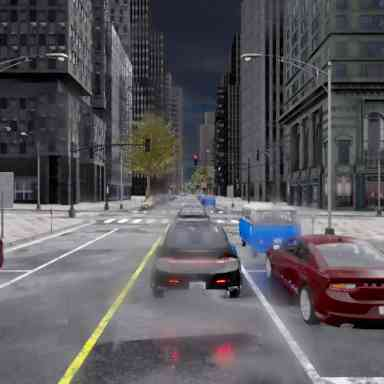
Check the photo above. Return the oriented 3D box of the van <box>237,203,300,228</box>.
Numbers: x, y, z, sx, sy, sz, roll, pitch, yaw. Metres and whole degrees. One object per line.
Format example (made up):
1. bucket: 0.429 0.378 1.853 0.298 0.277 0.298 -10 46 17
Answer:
1. van: 2.755 1.343 12.476 1.690 1.788 3.998 0 0 0

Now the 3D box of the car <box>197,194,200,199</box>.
1. car: 2.622 1.599 72.113 2.008 1.369 4.403 0 0 0

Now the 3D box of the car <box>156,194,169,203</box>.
1. car: -5.880 1.350 60.914 2.192 1.841 5.009 0 0 0

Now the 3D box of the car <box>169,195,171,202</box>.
1. car: -5.891 1.592 66.203 2.008 1.369 4.403 0 0 0

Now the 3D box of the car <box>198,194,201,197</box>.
1. car: 2.633 1.624 66.700 1.802 1.307 4.206 0 0 0

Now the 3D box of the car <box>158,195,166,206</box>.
1. car: -5.870 1.574 55.625 1.887 1.381 4.507 0 0 0

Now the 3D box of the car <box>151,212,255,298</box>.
1. car: 0.085 1.492 8.486 2.128 1.511 4.902 0 0 0

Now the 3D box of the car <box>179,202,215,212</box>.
1. car: 0.050 1.495 17.872 2.128 1.511 4.902 0 0 1

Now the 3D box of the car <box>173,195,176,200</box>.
1. car: -5.933 1.636 87.358 1.947 1.339 4.313 0 0 0

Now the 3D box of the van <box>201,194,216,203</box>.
1. van: 2.666 1.366 50.460 1.690 1.788 3.998 0 0 0

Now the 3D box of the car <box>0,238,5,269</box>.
1. car: -5.790 1.545 6.952 1.887 1.381 4.507 0 0 0

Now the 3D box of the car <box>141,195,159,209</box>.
1. car: -5.855 1.545 44.875 1.752 1.417 4.829 0 0 0

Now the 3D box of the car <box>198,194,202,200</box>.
1. car: 2.644 1.580 61.286 1.887 1.381 4.507 0 0 0

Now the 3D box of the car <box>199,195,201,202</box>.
1. car: 2.654 1.596 55.873 1.947 1.339 4.313 0 0 0

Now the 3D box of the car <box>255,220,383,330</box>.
1. car: 2.765 1.545 6.950 1.887 1.381 4.507 0 0 0

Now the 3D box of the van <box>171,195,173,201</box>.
1. van: -5.912 1.396 76.781 1.690 1.788 3.998 0 0 0
